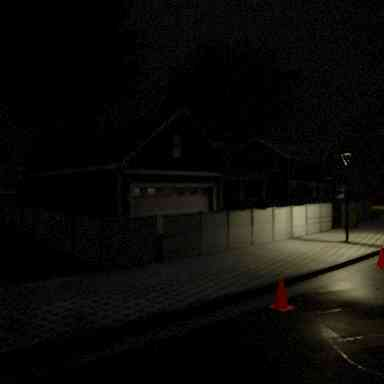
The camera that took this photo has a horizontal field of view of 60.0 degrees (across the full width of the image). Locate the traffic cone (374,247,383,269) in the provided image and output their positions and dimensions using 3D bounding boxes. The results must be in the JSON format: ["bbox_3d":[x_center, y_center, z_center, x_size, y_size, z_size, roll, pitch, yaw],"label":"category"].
[{"bbox_3d":[5.462,1.888,9.566,0.340,0.580,0.340,-1,0,-41],"label":"traffic cone"}]

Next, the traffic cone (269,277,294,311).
[{"bbox_3d":[1.730,1.931,6.418,0.340,0.580,0.340,-1,0,-39],"label":"traffic cone"}]
